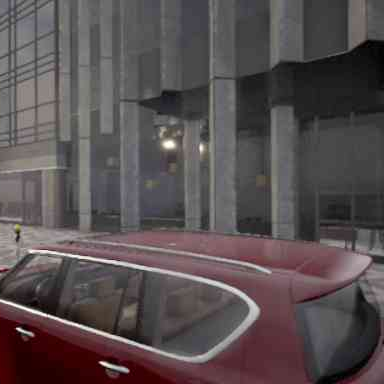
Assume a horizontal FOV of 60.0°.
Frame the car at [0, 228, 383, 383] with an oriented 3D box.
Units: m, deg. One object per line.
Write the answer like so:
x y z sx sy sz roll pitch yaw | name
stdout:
-0.689 1.312 3.353 5.009 1.841 2.192 0 0 36 | car
